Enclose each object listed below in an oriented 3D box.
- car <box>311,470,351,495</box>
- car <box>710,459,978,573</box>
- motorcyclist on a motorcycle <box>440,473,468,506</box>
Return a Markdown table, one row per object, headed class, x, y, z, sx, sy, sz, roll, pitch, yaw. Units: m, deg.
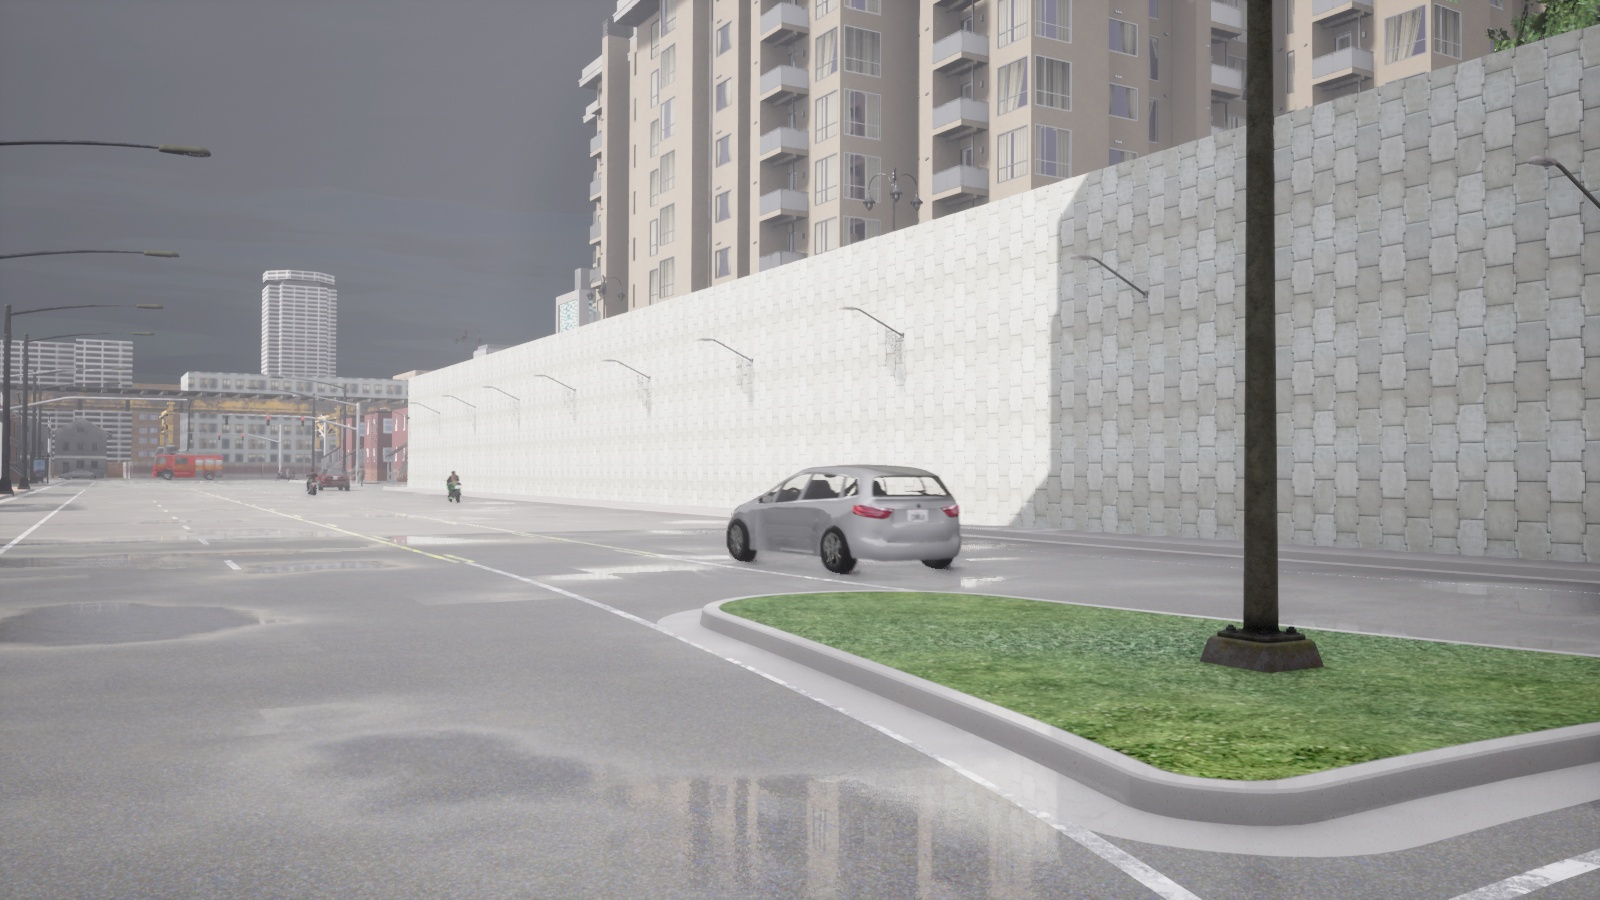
| class | x | y | z | sx | sy | sz | roll | pitch | yaw |
| --- | --- | --- | --- | --- | --- | --- | --- | --- | --- |
| car | -34.339 | 2.352 | 91.922 | 2.097 | 1.767 | 4.553 | 0 | -1 | -29 |
| car | 0.590 | 1.008 | 20.960 | 2.242 | 1.667 | 4.611 | 0 | -1 | -32 |
| motorcyclist on a motorcycle | -16.204 | 1.846 | 58.733 | 0.797 | 1.523 | 2.044 | 0 | -1 | -29 |
